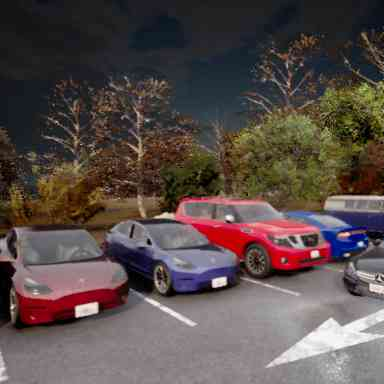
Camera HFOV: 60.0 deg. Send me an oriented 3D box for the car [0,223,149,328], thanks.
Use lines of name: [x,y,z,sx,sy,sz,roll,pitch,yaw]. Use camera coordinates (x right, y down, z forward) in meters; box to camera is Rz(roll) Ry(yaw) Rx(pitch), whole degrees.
car: [-3.098,1.507,7.352,2.163,1.488,4.792,0,0,-36]

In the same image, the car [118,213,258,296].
car: [-0.801,1.505,8.994,2.163,1.488,4.792,0,0,-36]

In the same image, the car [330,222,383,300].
car: [5.330,1.516,7.481,4.674,1.442,1.812,0,0,-35]

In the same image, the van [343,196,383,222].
van: [8.555,1.165,15.569,1.878,1.987,4.442,-1,1,-36]

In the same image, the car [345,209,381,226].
car: [3.789,1.466,12.304,2.097,1.535,5.008,0,0,-36]

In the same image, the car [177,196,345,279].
car: [1.495,1.221,10.637,2.435,2.045,5.566,0,0,-36]
